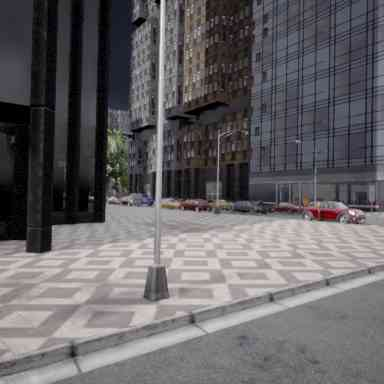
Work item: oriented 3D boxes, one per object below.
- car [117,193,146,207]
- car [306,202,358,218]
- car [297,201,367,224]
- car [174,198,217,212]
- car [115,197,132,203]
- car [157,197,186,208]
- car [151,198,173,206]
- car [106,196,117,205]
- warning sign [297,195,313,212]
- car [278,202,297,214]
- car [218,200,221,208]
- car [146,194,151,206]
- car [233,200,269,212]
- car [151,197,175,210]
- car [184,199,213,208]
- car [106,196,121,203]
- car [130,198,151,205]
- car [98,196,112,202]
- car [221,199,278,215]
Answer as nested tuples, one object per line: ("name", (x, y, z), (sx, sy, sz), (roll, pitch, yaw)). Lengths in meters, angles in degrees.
("car", (-9.187, 1.389, 50.022), (1.967, 1.590, 4.097), (2, -1, -35))
("car", (13.683, 1.725, 32.628), (1.947, 1.339, 4.313), (2, -1, -35))
("car", (9.915, 1.371, 23.242), (1.967, 1.590, 4.097), (2, -1, -37))
("car", (0.371, 1.485, 36.617), (1.887, 1.381, 4.507), (2, -1, -35))
("car", (-14.992, 1.740, 72.831), (1.947, 1.339, 4.313), (2, -1, -35))
("car", (-3.226, 1.593, 51.655), (2.128, 1.511, 4.902), (2, -1, -35))
("car", (-5.433, 1.726, 59.431), (2.008, 1.369, 4.403), (2, -1, -35))
("car", (-12.377, 1.532, 54.488), (1.802, 1.307, 4.206), (2, -1, -35))
("warning sign", (12.854, 1.338, 37.781), (1.300, 1.860, 1.060), (2, -1, -35))
("car", (10.497, 1.744, 37.095), (1.802, 1.307, 4.206), (2, -1, -35))
("car", (4.027, 1.694, 46.168), (1.752, 1.417, 4.829), (2, -1, -35))
("car", (-8.250, 1.249, 53.459), (2.150, 2.045, 5.566), (2, -1, -35))
("car", (7.311, 1.731, 41.562), (1.947, 1.339, 4.313), (2, -1, -35))
("car", (-2.717, 1.469, 40.947), (1.752, 1.417, 4.829), (2, -1, -35))
("car", (0.939, 1.723, 50.496), (2.008, 1.369, 4.403), (2, -1, -35))
("car", (-18.276, 1.699, 77.437), (1.752, 1.417, 4.829), (2, -1, -35))
("car", (-9.321, 1.703, 60.123), (1.895, 1.301, 4.718), (2, -1, -35))
("car", (-21.364, 1.755, 81.765), (1.802, 1.307, 4.206), (2, -1, -35))
("car", (5.692, 1.555, 33.740), (2.033, 1.411, 5.357), (2, -1, -35))
